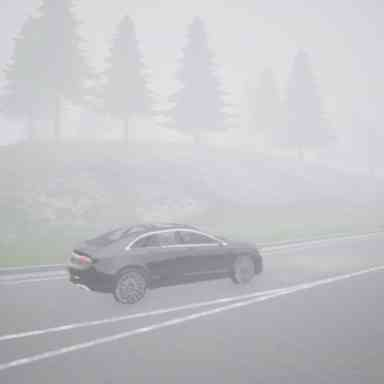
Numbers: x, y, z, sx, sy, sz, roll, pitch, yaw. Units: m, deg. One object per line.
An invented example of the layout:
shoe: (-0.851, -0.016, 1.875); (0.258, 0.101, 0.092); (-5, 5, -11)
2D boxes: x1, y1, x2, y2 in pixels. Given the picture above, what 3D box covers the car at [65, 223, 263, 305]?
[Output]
car: (-0.465, 1.509, 8.090); (4.902, 1.511, 2.128); (0, 0, -30)
